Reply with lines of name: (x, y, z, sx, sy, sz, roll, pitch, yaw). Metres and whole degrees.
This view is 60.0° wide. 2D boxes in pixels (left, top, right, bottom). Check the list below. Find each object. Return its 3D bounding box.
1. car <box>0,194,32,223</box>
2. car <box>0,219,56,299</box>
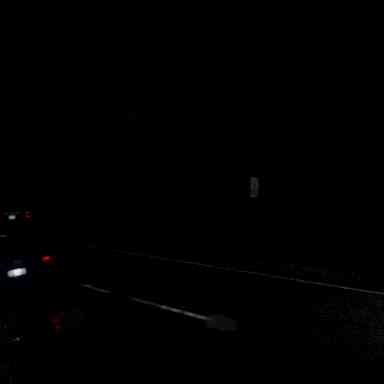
car: (-9.574, 1.110, 15.374, 5.566, 2.045, 2.150, 1, 1, 37)
car: (-4.996, 1.508, 7.607, 4.181, 1.385, 1.994, 1, 0, 36)
